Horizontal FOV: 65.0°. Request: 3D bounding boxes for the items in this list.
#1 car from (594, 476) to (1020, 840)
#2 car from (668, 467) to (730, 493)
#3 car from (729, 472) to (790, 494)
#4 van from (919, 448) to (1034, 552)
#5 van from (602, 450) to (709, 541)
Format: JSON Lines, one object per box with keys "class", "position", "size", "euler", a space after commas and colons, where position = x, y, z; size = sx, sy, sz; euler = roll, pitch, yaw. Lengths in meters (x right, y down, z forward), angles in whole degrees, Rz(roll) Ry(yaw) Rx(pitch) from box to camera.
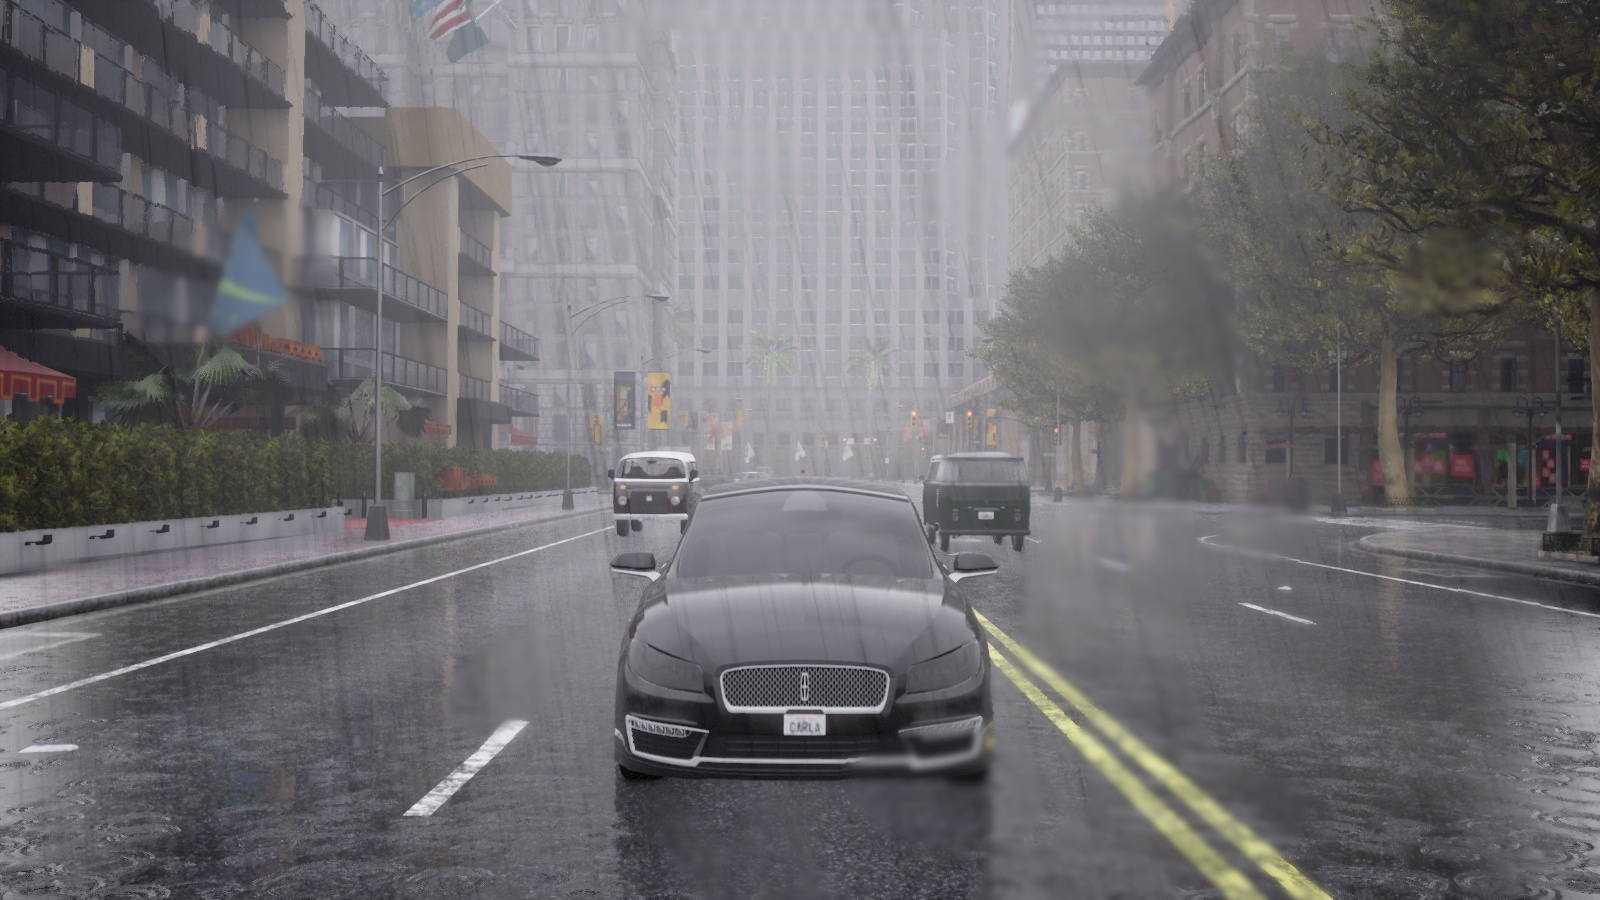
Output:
{"class": "car", "position": [0.035, 0.949, 7.869], "size": [1.837, 1.490, 4.892], "euler": [0, 0, 0]}
{"class": "car", "position": [-7.683, 2.271, 96.099], "size": [1.932, 1.855, 4.605], "euler": [0, -1, 44]}
{"class": "car", "position": [-2.801, 2.243, 86.695], "size": [3.806, 1.475, 1.970], "euler": [1, -1, -38]}
{"class": "van", "position": [3.576, 0.991, 26.138], "size": [1.775, 1.987, 4.442], "euler": [0, -1, 0]}
{"class": "van", "position": [-3.412, 1.064, 30.558], "size": [2.069, 2.038, 4.480], "euler": [0, -1, 0]}
